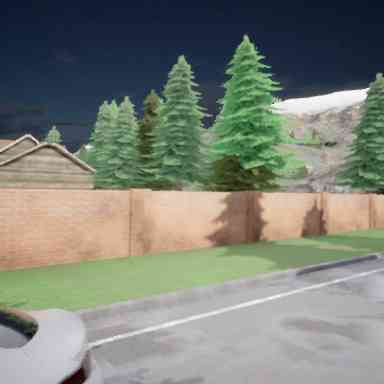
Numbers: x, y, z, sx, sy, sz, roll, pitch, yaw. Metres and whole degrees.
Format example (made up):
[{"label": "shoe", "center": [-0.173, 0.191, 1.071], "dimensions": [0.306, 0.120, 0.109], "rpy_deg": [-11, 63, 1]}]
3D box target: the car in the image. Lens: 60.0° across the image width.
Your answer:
[{"label": "car", "center": [-2.891, 1.510, 1.912], "dimensions": [4.674, 1.442, 1.812], "rpy_deg": [1, -1, -36]}]
